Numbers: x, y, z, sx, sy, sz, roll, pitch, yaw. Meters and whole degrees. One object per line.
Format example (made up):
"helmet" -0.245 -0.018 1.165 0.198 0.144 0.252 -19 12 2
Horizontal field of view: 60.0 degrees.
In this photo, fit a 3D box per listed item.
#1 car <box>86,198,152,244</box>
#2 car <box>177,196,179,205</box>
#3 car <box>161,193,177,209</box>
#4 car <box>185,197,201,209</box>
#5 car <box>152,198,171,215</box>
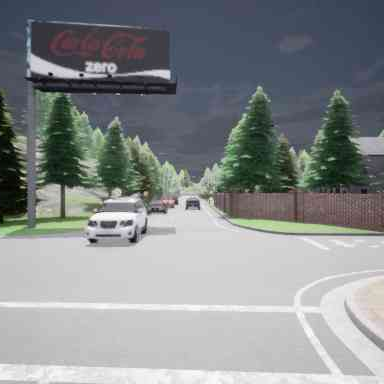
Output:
"car" -3.600 1.374 17.000 2.150 2.045 5.566 0 0 0
"car" -3.514 1.222 58.115 2.150 2.045 5.566 0 0 0
"car" -3.561 1.351 46.160 2.097 1.767 4.553 0 0 0
"car" 0.125 1.505 45.207 1.837 1.490 4.892 0 0 0
"car" -3.576 1.564 34.114 1.994 1.385 4.181 0 0 0
